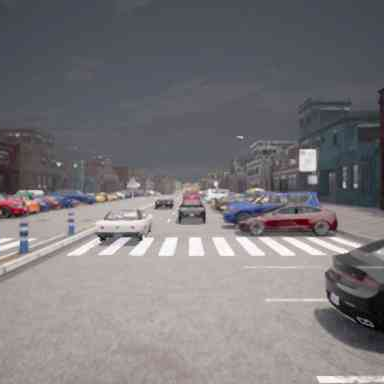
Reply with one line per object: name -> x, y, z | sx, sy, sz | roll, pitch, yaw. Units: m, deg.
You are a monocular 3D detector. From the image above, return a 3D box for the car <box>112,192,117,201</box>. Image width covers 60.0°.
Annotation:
car -> -15.998, 0.859, 55.978 | 5.366, 1.575, 1.946 | 0, 1, 0

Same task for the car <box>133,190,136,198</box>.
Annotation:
car -> -15.872, 0.700, 75.284 | 5.008, 1.535, 2.097 | 0, 0, 0

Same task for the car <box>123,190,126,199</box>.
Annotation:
car -> -15.812, 0.815, 64.255 | 4.792, 1.488, 2.163 | 0, 1, 0

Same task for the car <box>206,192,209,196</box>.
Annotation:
car -> 4.535, 1.029, 41.395 | 4.792, 1.488, 2.163 | 0, 1, 0

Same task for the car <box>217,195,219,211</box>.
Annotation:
car -> 4.602, 1.197, 24.729 | 5.008, 1.535, 2.097 | 0, 1, 0

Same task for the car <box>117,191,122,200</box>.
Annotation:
car -> -15.637, 0.832, 58.742 | 5.366, 1.575, 1.946 | 0, 1, 0

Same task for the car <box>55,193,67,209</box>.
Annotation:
car -> -15.695, 1.161, 33.925 | 4.674, 1.452, 2.002 | 0, 1, 0

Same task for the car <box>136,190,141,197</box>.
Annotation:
car -> -15.924, 0.415, 80.796 | 5.566, 2.045, 2.435 | 0, 0, 0

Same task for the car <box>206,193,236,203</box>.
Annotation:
car -> 4.545, 0.920, 52.637 | 4.674, 1.452, 2.002 | 0, 1, 0

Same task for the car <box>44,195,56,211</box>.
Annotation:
car -> -15.679, 1.200, 31.038 | 4.674, 1.452, 2.002 | 0, 1, 0

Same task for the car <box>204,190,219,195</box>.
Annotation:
car -> 4.584, 0.687, 46.952 | 5.566, 2.045, 2.435 | 0, 1, 0

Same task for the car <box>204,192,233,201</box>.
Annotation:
car -> 4.547, 0.828, 58.193 | 4.892, 1.521, 2.231 | 0, 1, 0

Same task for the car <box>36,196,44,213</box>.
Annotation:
car -> -15.637, 1.070, 28.408 | 4.553, 1.767, 2.185 | 0, 1, 0

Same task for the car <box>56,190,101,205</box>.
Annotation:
car -> -15.727, 0.730, 44.950 | 5.566, 2.045, 2.435 | 0, 1, 0

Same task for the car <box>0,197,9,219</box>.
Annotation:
car -> -15.642, 1.307, 22.895 | 4.674, 1.452, 2.002 | 0, 1, 0

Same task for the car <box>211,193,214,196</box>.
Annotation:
car -> 4.604, 1.128, 33.060 | 4.792, 1.488, 2.163 | 0, 1, 0

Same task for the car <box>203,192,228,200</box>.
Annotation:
car -> 4.530, 0.817, 63.752 | 4.674, 1.452, 2.002 | 0, 0, 0

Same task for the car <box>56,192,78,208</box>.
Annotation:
car -> -15.706, 1.085, 36.682 | 5.008, 1.535, 2.097 | 0, 1, 0

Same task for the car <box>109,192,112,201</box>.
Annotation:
car -> -15.828, 0.920, 53.223 | 4.792, 1.488, 2.163 | 0, 1, 0

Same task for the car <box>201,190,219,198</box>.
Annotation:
car -> 4.478, 0.505, 83.196 | 4.553, 1.767, 2.185 | 0, 0, 0

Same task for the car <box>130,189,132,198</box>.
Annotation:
car -> -15.837, 0.595, 72.526 | 4.553, 1.767, 2.185 | 0, 0, 0

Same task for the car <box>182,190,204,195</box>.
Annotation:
car -> -0.038, 0.754, 40.831 | 2.150, 2.045, 5.566 | 0, 1, 0

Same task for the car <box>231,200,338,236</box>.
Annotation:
car -> 4.605, 1.324, 16.391 | 4.792, 1.488, 2.163 | 0, 1, 0

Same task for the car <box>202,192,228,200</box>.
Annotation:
car -> 4.535, 0.755, 66.405 | 4.892, 1.521, 2.231 | 0, 0, 0

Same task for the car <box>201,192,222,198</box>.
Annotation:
car -> 4.519, 0.668, 77.647 | 5.008, 1.535, 2.097 | 0, 0, 0

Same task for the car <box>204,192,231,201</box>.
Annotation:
car -> 4.566, 0.831, 60.973 | 4.792, 1.488, 2.163 | 0, 0, 0

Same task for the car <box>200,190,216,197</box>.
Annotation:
car -> 4.459, 0.440, 94.317 | 4.553, 1.767, 2.185 | 0, 0, 0

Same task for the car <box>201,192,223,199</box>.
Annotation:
car -> 4.511, 0.689, 74.867 | 4.892, 1.521, 2.231 | 0, 0, 0

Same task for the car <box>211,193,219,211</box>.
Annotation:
car -> 4.584, 1.130, 30.404 | 5.008, 1.535, 2.097 | 0, 1, 0

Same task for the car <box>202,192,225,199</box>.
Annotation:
car -> 4.550, 0.738, 72.089 | 4.792, 1.488, 2.163 | 0, 0, 0

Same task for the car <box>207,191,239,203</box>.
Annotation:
car -> 4.584, 0.784, 49.766 | 4.553, 1.767, 2.185 | 0, 1, 0

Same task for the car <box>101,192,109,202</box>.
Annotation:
car -> -15.970, 0.916, 50.464 | 5.366, 1.575, 1.946 | 0, 1, 0

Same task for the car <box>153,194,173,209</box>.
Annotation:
car -> -3.047, 1.171, 37.750 | 1.895, 1.301, 4.718 | 0, 1, 0

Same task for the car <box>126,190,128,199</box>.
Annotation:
car -> -15.847, 0.803, 66.976 | 4.674, 1.452, 2.002 | 0, 0, 0

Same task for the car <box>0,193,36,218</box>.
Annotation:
car -> -15.626, 0.980, 25.649 | 5.566, 2.045, 2.435 | 0, 1, 0

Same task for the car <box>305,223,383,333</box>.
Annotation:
car -> 4.677, 1.419, 5.274 | 4.892, 1.521, 2.231 | 0, 1, 0

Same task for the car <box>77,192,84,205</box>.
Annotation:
car -> -15.729, 1.089, 39.440 | 4.674, 1.452, 2.002 | 0, 1, 0

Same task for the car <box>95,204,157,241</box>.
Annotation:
car -> -2.972, 1.432, 15.509 | 1.895, 1.301, 4.718 | 0, 1, 0

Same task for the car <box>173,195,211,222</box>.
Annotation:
car -> -0.006, 1.227, 23.419 | 2.128, 1.511, 4.902 | 0, 0, 0

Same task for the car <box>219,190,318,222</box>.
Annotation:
car -> 4.593, 1.011, 19.168 | 5.566, 2.045, 2.435 | 0, 1, 0

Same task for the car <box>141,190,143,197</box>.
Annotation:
car -> -15.943, 0.664, 86.312 | 4.792, 1.488, 2.163 | 0, 0, 0

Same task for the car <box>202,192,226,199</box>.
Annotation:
car -> 4.520, 0.731, 69.184 | 5.008, 1.535, 2.097 | 0, 0, 0

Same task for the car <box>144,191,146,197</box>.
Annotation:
car -> -15.926, 0.604, 91.827 | 5.008, 1.535, 2.097 | 0, 0, 0

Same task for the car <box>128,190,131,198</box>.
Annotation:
car -> -15.888, 0.770, 69.770 | 4.792, 1.488, 2.163 | 0, 0, 0

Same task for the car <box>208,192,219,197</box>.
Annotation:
car -> 4.756, 1.062, 35.838 | 5.366, 1.575, 1.946 | 0, 1, 0
